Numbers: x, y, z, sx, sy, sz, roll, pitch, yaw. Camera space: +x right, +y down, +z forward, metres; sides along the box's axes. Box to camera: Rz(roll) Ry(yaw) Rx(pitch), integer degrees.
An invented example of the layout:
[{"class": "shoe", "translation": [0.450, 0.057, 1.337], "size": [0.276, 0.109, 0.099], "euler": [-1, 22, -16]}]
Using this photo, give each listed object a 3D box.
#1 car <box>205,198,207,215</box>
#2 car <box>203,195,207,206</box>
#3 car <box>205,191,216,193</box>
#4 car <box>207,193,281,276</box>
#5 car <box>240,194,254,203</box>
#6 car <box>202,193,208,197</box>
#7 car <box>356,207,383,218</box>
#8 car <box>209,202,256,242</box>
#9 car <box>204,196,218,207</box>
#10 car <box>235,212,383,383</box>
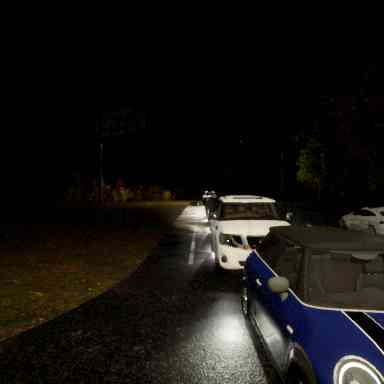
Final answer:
[{"class": "car", "translation": [2.028, 1.380, 23.072], "size": [1.837, 1.490, 4.892], "euler": [0, 0, 1]}, {"class": "car", "translation": [2.179, 1.322, 29.326], "size": [1.882, 1.535, 5.008], "euler": [0, 0, 1]}, {"class": "car", "translation": [2.874, 0.938, 54.421], "size": [2.150, 2.045, 5.566], "euler": [0, 0, 2]}, {"class": "car", "translation": [1.733, 1.160, 10.485], "size": [2.150, 2.045, 5.566], "euler": [0, 0, 1]}, {"class": "car", "translation": [9.936, 1.164, 60.364], "size": [1.882, 1.535, 5.008], "euler": [0, 0, 1]}, {"class": "car", "translation": [2.491, 1.275, 41.580], "size": [2.128, 1.511, 4.902], "euler": [0, 0, 2]}, {"class": "car", "translation": [8.857, 1.441, 16.015], "size": [1.812, 1.442, 4.674], "euler": [0, 0, 1]}, {"class": "car", "translation": [1.876, 1.384, 16.825], "size": [1.882, 1.535, 5.008], "euler": [0, 0, 1]}, {"class": "car", "translation": [2.682, 1.314, 47.988], "size": [1.994, 1.385, 4.181], "euler": [0, 0, 3]}, {"class": "car", "translation": [1.940, 1.338, 4.138], "size": [2.097, 1.767, 4.553], "euler": [0, 0, 0]}]
